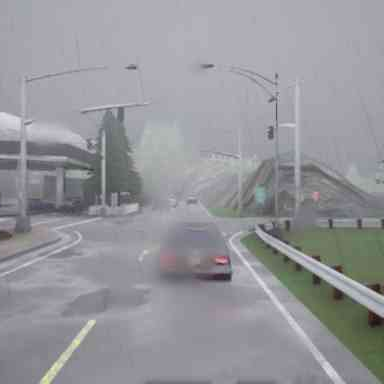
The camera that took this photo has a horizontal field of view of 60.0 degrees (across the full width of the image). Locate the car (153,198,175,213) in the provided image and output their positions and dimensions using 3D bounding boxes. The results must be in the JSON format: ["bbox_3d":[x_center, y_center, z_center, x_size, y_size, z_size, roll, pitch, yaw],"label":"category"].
[{"bbox_3d":[-3.590,1.740,40.790,2.033,1.411,5.357,0,0,0],"label":"car"}]

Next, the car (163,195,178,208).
[{"bbox_3d":[-3.582,1.463,51.147,2.150,2.045,5.566,0,0,0],"label":"car"}]

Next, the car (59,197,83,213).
[{"bbox_3d":[-14.523,1.503,40.108,1.905,1.878,3.866,0,0,-1],"label":"car"}]

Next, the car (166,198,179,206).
[{"bbox_3d":[-3.545,1.840,61.793,2.033,1.411,5.357,0,0,0],"label":"car"}]

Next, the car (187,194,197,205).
[{"bbox_3d":[0.087,1.806,69.445,1.882,1.535,5.008,0,0,0],"label":"car"}]

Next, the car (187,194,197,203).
[{"bbox_3d":[0.002,1.602,79.655,2.150,2.045,5.566,0,0,-2],"label":"car"}]

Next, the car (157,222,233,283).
[{"bbox_3d":[0.081,1.595,9.832,2.033,1.411,5.357,0,0,0],"label":"car"}]

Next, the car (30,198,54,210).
[{"bbox_3d":[-20.229,1.690,44.386,2.242,1.667,4.611,0,0,-1],"label":"car"}]
